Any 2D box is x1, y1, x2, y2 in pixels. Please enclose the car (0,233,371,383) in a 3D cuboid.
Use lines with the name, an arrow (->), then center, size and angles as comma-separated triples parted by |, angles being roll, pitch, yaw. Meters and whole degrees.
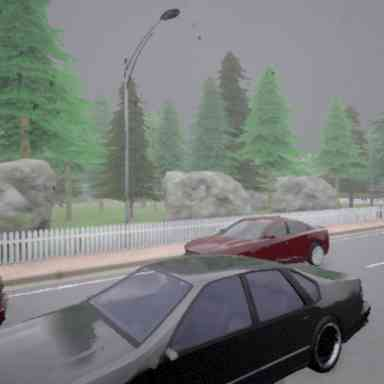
car -> 0.102, 1.561, 4.071 | 5.357, 1.411, 2.033 | -1, 0, -36

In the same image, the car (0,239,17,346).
car -> -4.981, 1.643, 4.697 | 4.181, 1.385, 1.994 | -1, 0, -36

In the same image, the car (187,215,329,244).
car -> 2.040, 1.481, 9.815 | 5.008, 1.535, 1.882 | -1, 0, -36
